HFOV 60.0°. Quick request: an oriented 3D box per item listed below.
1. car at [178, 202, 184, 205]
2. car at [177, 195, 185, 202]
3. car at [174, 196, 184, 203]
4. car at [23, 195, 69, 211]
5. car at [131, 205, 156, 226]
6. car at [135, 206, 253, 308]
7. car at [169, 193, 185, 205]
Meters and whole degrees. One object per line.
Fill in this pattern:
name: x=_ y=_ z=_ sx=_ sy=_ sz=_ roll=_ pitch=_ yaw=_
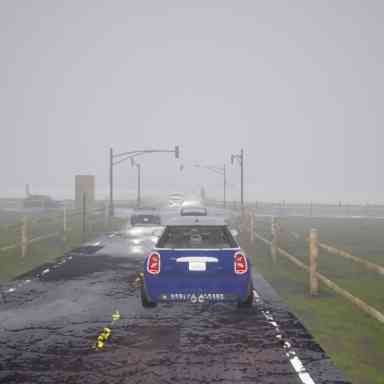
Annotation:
car: x=0.091 y=1.507 z=17.262 sx=1.837 sy=1.490 sz=4.892 roll=0 pitch=0 yaw=0
car: x=-2.701 y=1.549 z=80.270 sx=1.812 sy=1.442 sz=4.674 roll=0 pitch=0 yaw=0
car: x=-2.735 y=1.615 z=69.928 sx=1.895 sy=1.301 sz=4.718 roll=0 pitch=0 yaw=0
car: x=-15.755 y=1.083 z=36.212 sx=4.553 sy=1.767 sz=2.097 roll=1 pitch=0 yaw=3
car: x=-3.040 y=1.568 z=23.052 sx=1.994 sy=1.385 sz=4.181 roll=0 pitch=0 yaw=-4
car: x=0.096 y=1.353 z=8.096 sx=2.097 sy=1.767 sz=4.553 roll=0 pitch=0 yaw=0
car: x=-2.839 y=1.237 z=59.906 sx=2.150 sy=2.045 sz=5.566 roll=0 pitch=0 yaw=0
